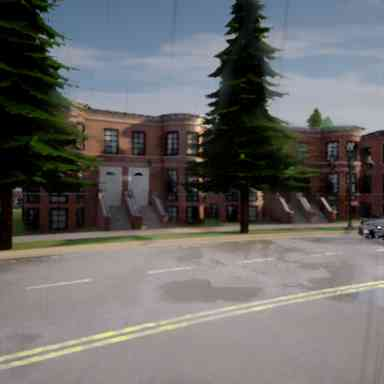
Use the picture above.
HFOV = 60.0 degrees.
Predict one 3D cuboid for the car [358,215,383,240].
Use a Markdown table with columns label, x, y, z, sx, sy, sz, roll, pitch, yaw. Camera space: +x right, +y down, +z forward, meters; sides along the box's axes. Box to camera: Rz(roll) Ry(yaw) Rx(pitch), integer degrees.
| label | x | y | z | sx | sy | sz | roll | pitch | yaw |
| --- | --- | --- | --- | --- | --- | --- | --- | --- | --- |
| car | 10.125 | 1.516 | 15.434 | 4.902 | 1.511 | 2.128 | 0 | 0 | -14 |
